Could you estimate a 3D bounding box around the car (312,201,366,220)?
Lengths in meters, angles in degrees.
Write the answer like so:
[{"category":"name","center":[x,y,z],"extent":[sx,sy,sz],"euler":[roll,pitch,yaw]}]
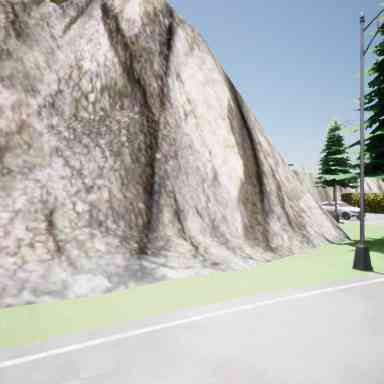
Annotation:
[{"category":"car","center":[12.314,1.526,28.216],"extent":[1.812,1.442,4.674],"euler":[0,0,-26]}]
